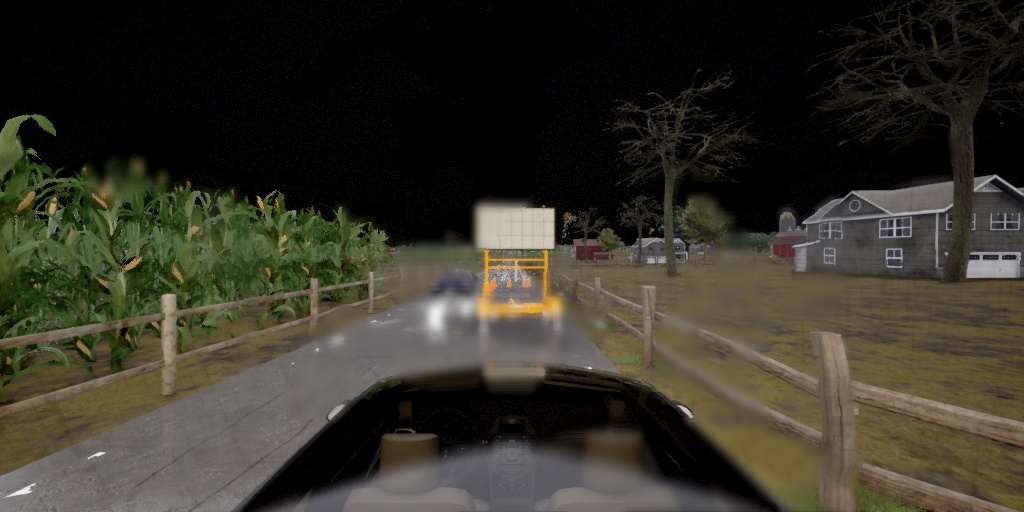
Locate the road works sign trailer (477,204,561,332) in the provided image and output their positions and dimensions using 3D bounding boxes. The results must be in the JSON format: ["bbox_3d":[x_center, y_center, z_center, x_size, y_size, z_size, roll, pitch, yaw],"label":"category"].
[{"bbox_3d":[0.121,0.227,11.037,2.380,3.560,2.880,0,0,-5],"label":"road works sign trailer"}]

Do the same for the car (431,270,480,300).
[{"bbox_3d":[-2.747,1.381,18.179,1.895,1.301,4.718,0,0,0],"label":"car"}]
